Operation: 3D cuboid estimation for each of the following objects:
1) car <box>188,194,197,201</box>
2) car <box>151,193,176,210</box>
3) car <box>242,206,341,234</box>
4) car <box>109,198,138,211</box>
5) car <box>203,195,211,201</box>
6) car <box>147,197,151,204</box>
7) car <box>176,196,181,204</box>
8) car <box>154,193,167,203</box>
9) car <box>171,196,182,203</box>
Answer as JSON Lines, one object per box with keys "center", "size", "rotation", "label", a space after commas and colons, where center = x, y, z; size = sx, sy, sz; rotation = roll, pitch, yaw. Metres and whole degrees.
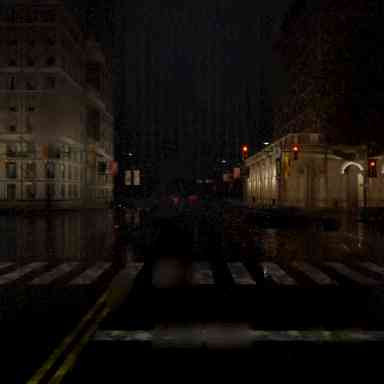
{"center": [0.117, 1.279, 78.577], "size": [2.097, 1.767, 4.553], "rotation": [0, 0, 1], "label": "car"}
{"center": [-3.632, 1.222, 42.977], "size": [2.150, 2.045, 5.566], "rotation": [0, 0, 0], "label": "car"}
{"center": [5.647, 1.547, 19.239], "size": [5.357, 1.411, 2.033], "rotation": [0, 0, 28], "label": "car"}
{"center": [-8.218, 1.507, 40.485], "size": [1.837, 1.490, 4.892], "rotation": [1, 0, 18], "label": "car"}
{"center": [3.617, 1.464, 78.575], "size": [2.033, 1.411, 5.357], "rotation": [0, 0, 1], "label": "car"}
{"center": [-7.112, 1.547, 61.463], "size": [2.033, 1.411, 5.357], "rotation": [0, 0, 1], "label": "car"}
{"center": [-3.611, 1.352, 60.776], "size": [2.097, 1.767, 4.553], "rotation": [0, 0, 1], "label": "car"}
{"center": [-6.934, 1.225, 73.301], "size": [2.150, 2.045, 5.566], "rotation": [0, 0, 1], "label": "car"}
{"center": [-3.433, 1.540, 73.388], "size": [2.033, 1.411, 5.357], "rotation": [0, 0, 1], "label": "car"}
